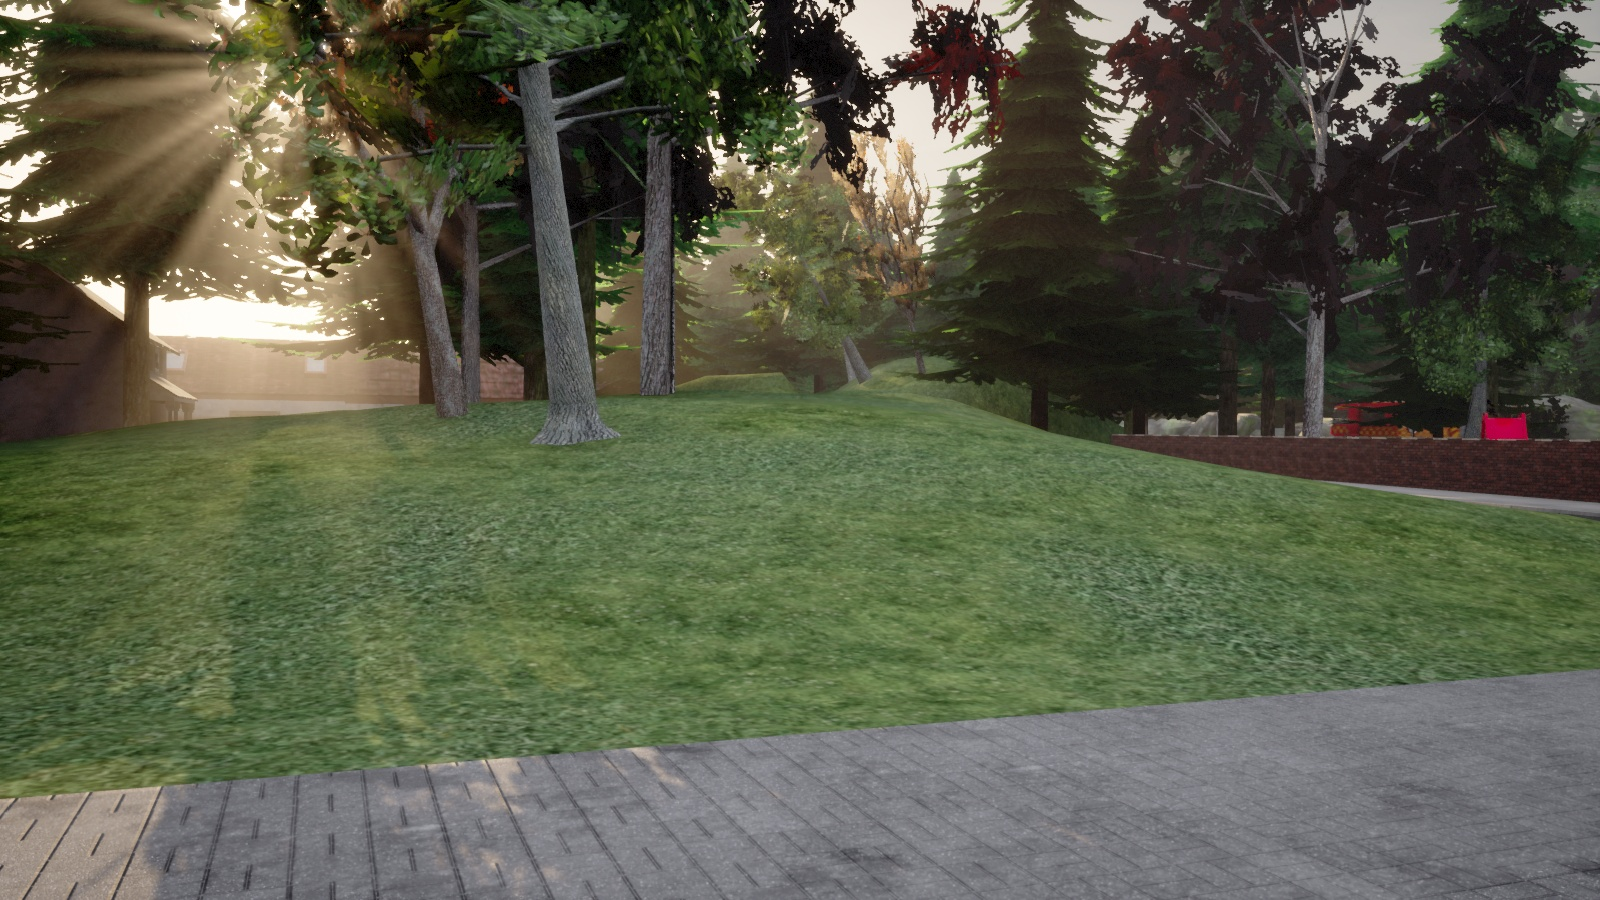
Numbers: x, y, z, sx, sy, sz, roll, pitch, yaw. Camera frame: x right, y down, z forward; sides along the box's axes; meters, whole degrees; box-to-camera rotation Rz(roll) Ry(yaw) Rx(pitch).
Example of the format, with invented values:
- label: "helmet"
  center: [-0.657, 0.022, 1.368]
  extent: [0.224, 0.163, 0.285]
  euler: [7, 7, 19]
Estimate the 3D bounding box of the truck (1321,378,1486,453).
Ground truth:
- label: "truck"
  center: [32.843, -1.841, 68.830]
  extent: [2.891, 3.827, 8.468]
  euler: [-1, 1, -21]
